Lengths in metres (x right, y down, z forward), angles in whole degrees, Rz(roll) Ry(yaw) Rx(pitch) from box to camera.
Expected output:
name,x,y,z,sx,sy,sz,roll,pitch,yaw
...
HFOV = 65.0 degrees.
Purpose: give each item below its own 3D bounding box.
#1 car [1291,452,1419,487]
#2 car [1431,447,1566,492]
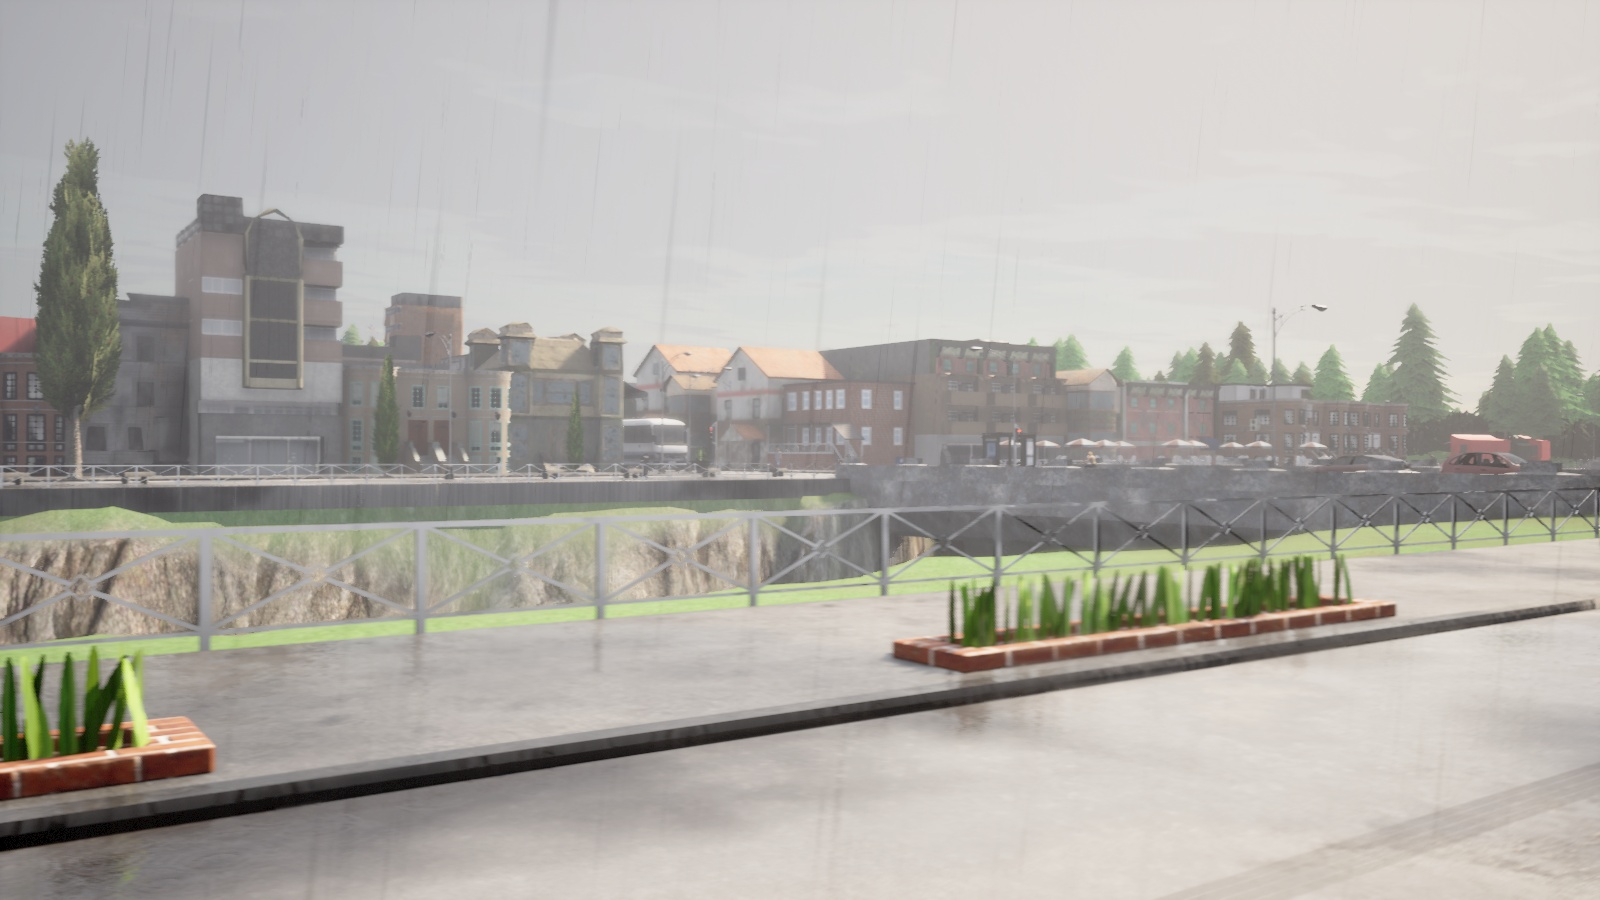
name,x,y,z,sx,sy,sz,roll,pitch,yaw
car,24.580,0.829,55.770,2.163,1.488,4.792,0,0,-35
car,25.969,0.703,46.780,1.851,1.617,3.988,0,0,-35
